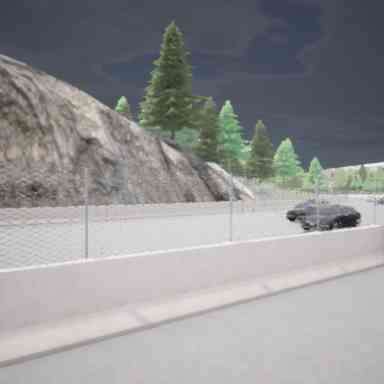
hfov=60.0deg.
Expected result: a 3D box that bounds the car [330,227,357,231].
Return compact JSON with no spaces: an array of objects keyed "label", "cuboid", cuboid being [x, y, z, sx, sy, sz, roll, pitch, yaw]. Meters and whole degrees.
[{"label":"car","cuboid":[8.418,1.521,19.848,4.892,1.490,1.837,0,0,-41]}]
